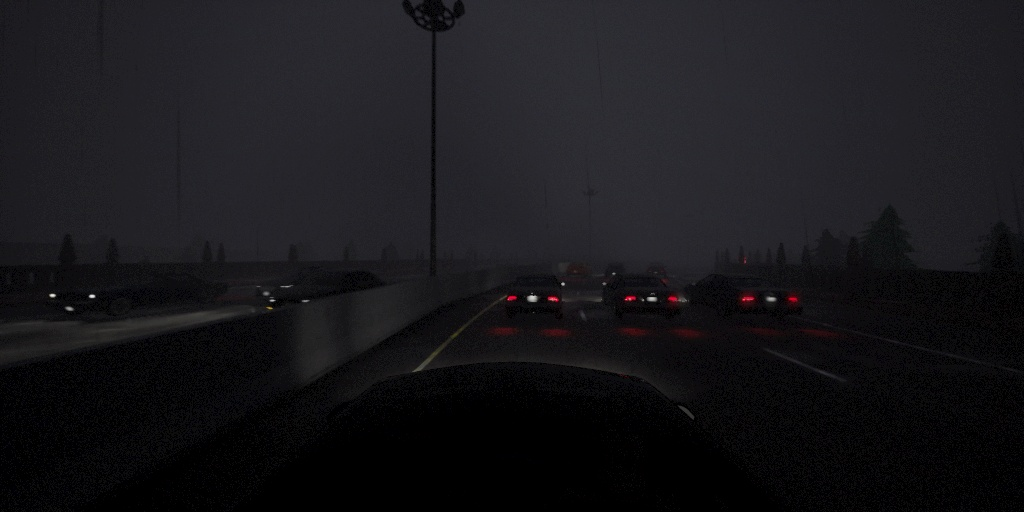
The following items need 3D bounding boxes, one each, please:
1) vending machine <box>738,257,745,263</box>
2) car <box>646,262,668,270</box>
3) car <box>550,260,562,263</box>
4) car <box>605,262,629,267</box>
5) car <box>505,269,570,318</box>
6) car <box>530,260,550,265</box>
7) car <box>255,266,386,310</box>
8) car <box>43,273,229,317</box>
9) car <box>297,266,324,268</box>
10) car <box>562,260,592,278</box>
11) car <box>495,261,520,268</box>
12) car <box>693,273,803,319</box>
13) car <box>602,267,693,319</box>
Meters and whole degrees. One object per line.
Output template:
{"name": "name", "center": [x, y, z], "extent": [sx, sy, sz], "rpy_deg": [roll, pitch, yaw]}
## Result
{"name": "vending machine", "center": [32.731, 1.058, 51.152], "extent": [1.100, 2.100, 0.880], "rpy_deg": [0, 0, 39]}
{"name": "car", "center": [14.035, 1.326, 34.832], "extent": [1.812, 1.442, 4.674], "rpy_deg": [0, 0, 22]}
{"name": "car", "center": [8.003, 1.290, 53.959], "extent": [1.837, 1.490, 4.892], "rpy_deg": [0, 0, 32]}
{"name": "car", "center": [9.816, 1.292, 33.700], "extent": [1.837, 1.490, 4.892], "rpy_deg": [0, 0, 20]}
{"name": "car", "center": [0.918, 1.303, 12.995], "extent": [2.033, 1.411, 5.357], "rpy_deg": [0, 0, 7]}
{"name": "car", "center": [4.518, 1.321, 55.080], "extent": [2.033, 1.411, 5.357], "rpy_deg": [0, 0, 31]}
{"name": "car", "center": [-6.273, 1.237, 12.817], "extent": [1.837, 1.490, 4.892], "rpy_deg": [0, 0, 7]}
{"name": "car", "center": [-13.298, 1.310, 13.172], "extent": [1.895, 1.301, 4.718], "rpy_deg": [0, 0, 7]}
{"name": "car", "center": [-9.308, 1.214, 16.545], "extent": [2.128, 1.511, 4.902], "rpy_deg": [0, 0, 9]}
{"name": "car", "center": [6.666, 1.255, 35.258], "extent": [1.882, 1.535, 5.008], "rpy_deg": [0, 0, 21]}
{"name": "car", "center": [-0.647, 1.358, 53.036], "extent": [1.895, 1.301, 4.718], "rpy_deg": [0, 0, 29]}
{"name": "car", "center": [7.967, 1.325, 13.010], "extent": [2.033, 1.411, 5.357], "rpy_deg": [0, 0, 8]}
{"name": "car", "center": [4.438, 1.314, 12.996], "extent": [2.033, 1.411, 5.357], "rpy_deg": [0, 0, 8]}
